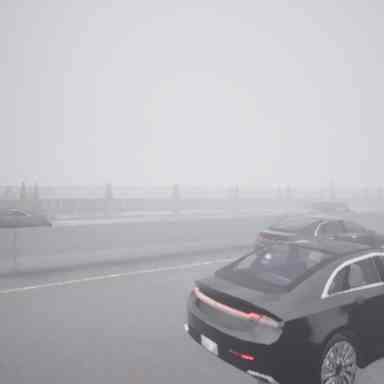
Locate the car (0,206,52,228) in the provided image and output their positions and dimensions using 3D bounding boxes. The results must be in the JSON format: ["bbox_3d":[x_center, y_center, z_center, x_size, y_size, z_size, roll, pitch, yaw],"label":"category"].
[{"bbox_3d":[-8.836,1.407,14.677,4.902,1.511,2.128,0,0,-34],"label":"car"}]

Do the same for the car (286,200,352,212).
[{"bbox_3d":[7.542,1.308,19.971,4.553,1.767,2.097,0,0,-25],"label":"car"}]

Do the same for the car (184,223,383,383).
[{"bbox_3d":[2.232,1.481,5.003,4.902,1.511,2.128,0,0,-33],"label":"car"}]

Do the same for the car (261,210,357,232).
[{"bbox_3d":[4.139,1.483,10.191,4.892,1.490,1.837,0,0,-30],"label":"car"}]
